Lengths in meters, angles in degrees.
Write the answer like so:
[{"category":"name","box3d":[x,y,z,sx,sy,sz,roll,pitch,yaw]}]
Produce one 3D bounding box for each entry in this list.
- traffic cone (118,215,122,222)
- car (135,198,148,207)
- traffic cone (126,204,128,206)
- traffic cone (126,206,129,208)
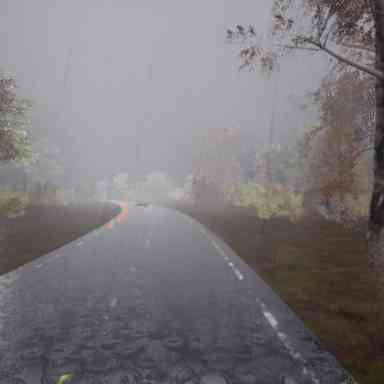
[{"category":"traffic cone","box3d":[-5.794,2.070,26.727,0.340,0.580,0.340,0,0,-7]},{"category":"car","box3d":[-8.336,1.772,54.820,2.033,1.411,5.357,0,0,-13]},{"category":"traffic cone","box3d":[-7.966,2.127,41.398,0.340,0.580,0.340,0,0,-10]},{"category":"traffic cone","box3d":[-7.141,2.108,36.523,0.340,0.580,0.340,0,0,-9]}]
